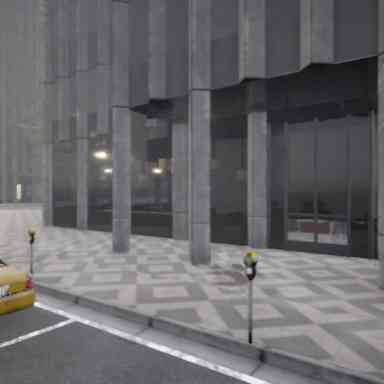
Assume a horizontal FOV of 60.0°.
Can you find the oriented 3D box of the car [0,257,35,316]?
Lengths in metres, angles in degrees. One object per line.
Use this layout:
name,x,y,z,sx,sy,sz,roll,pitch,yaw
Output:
car,-4.979,1.545,6.505,4.829,1.417,1.752,0,0,35
